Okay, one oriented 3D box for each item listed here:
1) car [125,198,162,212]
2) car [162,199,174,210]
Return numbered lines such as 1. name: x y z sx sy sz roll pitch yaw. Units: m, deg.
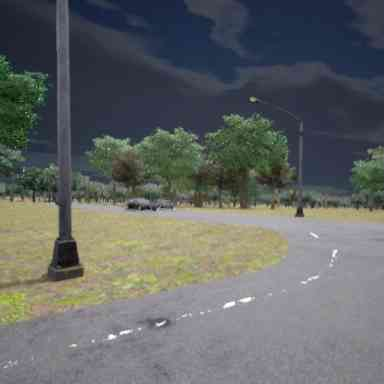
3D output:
1. car: -5.537 1.356 35.711 1.882 1.535 5.008 3 -2 -35
2. car: -4.383 1.757 46.318 2.128 1.511 4.902 3 -2 -35
